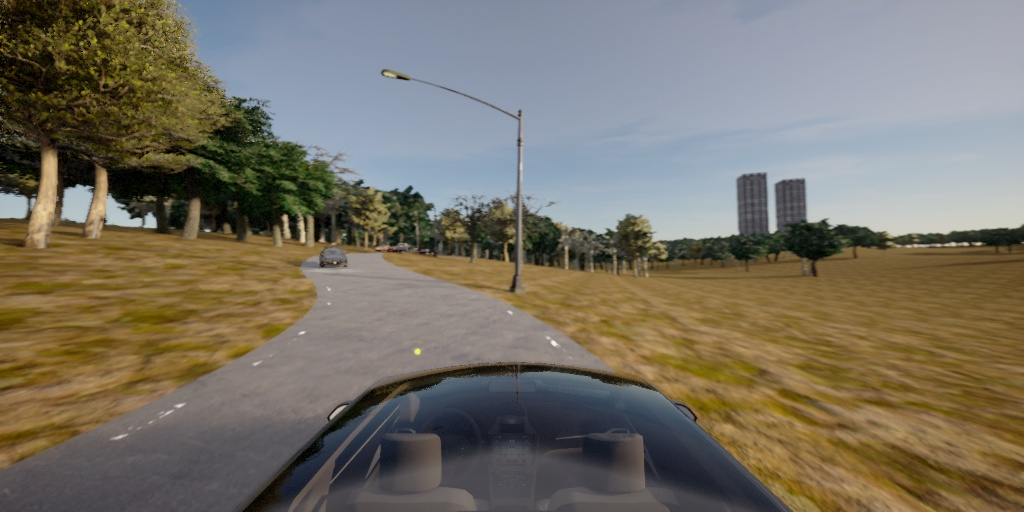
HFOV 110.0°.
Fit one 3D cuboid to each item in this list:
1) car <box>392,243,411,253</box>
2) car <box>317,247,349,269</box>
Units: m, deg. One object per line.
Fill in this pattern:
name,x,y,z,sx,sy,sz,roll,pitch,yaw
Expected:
car,-18.207,-1.349,60.233,1.970,1.475,3.806,-1,0,-6
car,-14.064,0.104,28.159,1.837,1.490,4.892,0,4,-29
